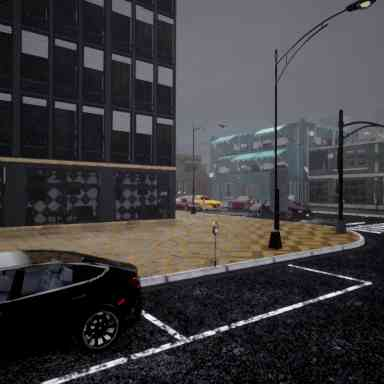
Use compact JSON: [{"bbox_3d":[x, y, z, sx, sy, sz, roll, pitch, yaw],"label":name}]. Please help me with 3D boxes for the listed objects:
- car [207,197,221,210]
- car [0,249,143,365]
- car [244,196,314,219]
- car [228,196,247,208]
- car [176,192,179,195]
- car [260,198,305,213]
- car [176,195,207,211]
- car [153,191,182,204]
[{"bbox_3d":[1.044,1.133,35.564,1.882,1.535,5.008,0,1,-36],"label":"car"},{"bbox_3d":[-2.770,1.566,4.579,4.313,1.339,1.947,0,0,-35],"label":"car"},{"bbox_3d":[7.155,1.331,27.206,2.033,1.411,5.357,0,1,-36],"label":"car"},{"bbox_3d":[5.980,1.130,38.626,1.967,1.590,4.097,1,0,-36],"label":"car"},{"bbox_3d":[-0.577,1.100,47.573,2.008,1.369,4.403,1,0,-36],"label":"car"},{"bbox_3d":[9.256,1.340,34.150,1.802,1.307,4.206,1,0,-36],"label":"car"},{"bbox_3d":[-0.783,1.230,33.673,1.802,1.307,4.206,1,0,-36],"label":"car"},{"bbox_3d":[-3.849,0.793,52.047,2.192,1.841,5.009,1,0,-36],"label":"car"}]
